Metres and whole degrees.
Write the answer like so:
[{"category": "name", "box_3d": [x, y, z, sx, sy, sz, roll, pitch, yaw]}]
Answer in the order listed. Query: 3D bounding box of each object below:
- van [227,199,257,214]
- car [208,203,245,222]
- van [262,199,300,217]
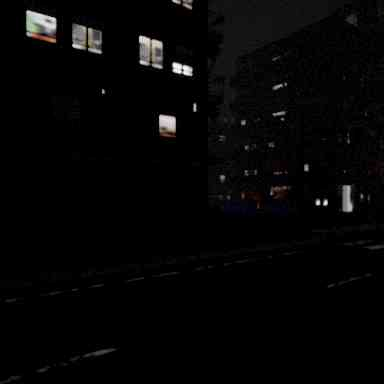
[{"category": "van", "box_3d": [5.651, 1.649, 38.479, 1.690, 1.788, 3.998, -1, 0, -36]}, {"category": "car", "box_3d": [2.250, 1.855, 29.038, 1.802, 1.307, 4.206, -1, 0, -36]}, {"category": "van", "box_3d": [8.977, 1.575, 33.972, 1.690, 1.788, 3.998, -1, 0, -36]}]
